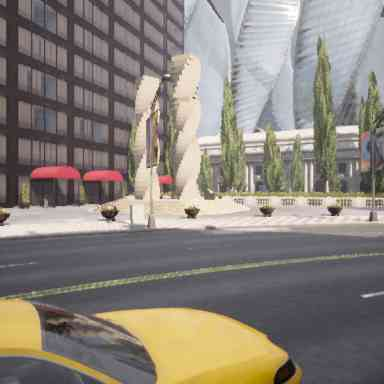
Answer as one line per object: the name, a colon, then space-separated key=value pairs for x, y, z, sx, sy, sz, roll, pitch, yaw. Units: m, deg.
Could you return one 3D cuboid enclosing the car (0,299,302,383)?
car: x=-1.468 y=1.450 z=2.231 sx=5.366 sy=1.575 sz=1.801 roll=0 pitch=0 yaw=-35
